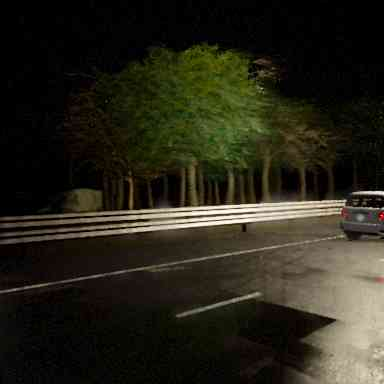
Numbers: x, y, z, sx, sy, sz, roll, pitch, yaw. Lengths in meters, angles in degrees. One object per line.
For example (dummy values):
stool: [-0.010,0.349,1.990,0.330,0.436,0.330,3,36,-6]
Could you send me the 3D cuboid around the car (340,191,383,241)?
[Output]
car: [8.507,0.978,13.923,5.566,2.045,2.150,-1,1,-34]
